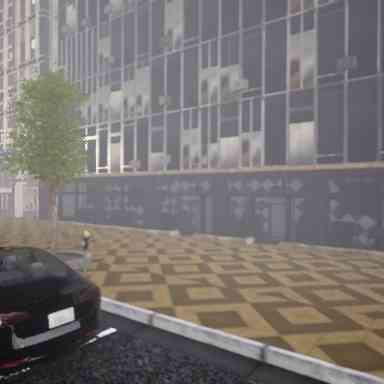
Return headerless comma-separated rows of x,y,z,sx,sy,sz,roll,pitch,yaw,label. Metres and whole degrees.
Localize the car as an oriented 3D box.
-3.253,1.522,5.196,4.313,1.339,1.947,1,0,35,car
